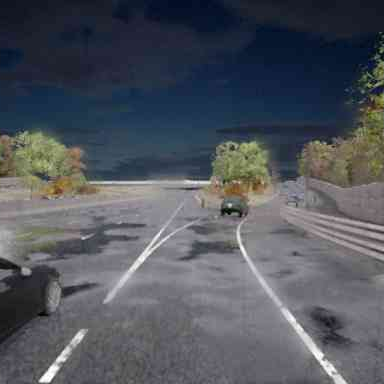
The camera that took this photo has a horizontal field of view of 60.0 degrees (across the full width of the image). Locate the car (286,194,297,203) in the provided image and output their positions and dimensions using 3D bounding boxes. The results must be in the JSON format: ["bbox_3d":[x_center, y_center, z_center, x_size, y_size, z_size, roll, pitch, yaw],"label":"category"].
[{"bbox_3d":[22.984,1.850,77.157,1.994,1.385,4.181,0,3,20],"label":"car"}]

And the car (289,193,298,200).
[{"bbox_3d":[26.330,1.192,86.240,1.882,1.535,5.008,0,4,19],"label":"car"}]

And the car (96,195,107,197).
[{"bbox_3d":[-20.991,1.377,77.206,2.097,1.767,4.553,0,0,0],"label":"car"}]

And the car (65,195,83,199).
[{"bbox_3d":[-21.001,1.532,61.029,1.812,1.442,4.674,0,0,0],"label":"car"}]

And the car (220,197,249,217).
[{"bbox_3d":[4.481,1.512,34.532,2.150,2.045,5.566,0,-1,18],"label":"car"}]

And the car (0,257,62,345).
[{"bbox_3d":[-3.401,1.526,4.506,1.812,1.442,4.674,0,0,0],"label":"car"}]

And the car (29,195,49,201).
[{"bbox_3d":[-27.997,1.362,60.914,2.097,1.767,4.553,0,0,0],"label":"car"}]
